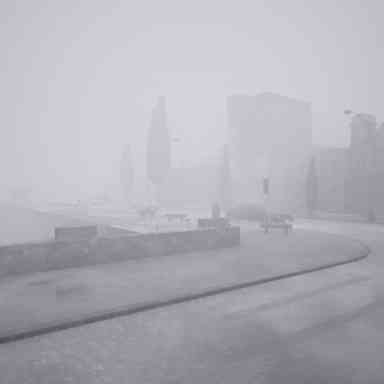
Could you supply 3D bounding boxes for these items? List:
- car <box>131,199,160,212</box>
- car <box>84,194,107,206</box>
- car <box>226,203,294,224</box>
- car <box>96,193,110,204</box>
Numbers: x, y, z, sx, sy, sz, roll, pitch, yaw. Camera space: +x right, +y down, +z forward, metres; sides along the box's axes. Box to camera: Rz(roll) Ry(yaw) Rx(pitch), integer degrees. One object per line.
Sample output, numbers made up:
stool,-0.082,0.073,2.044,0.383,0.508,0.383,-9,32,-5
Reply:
car,-5.573,1.525,39.024,1.812,1.442,4.674,0,0,-36
car,-15.904,1.555,53.627,1.837,1.490,4.892,0,0,-36
car,4.825,1.547,24.462,2.033,1.411,5.357,0,0,-36
car,-17.244,1.221,62.551,2.150,2.045,5.566,0,0,-36
